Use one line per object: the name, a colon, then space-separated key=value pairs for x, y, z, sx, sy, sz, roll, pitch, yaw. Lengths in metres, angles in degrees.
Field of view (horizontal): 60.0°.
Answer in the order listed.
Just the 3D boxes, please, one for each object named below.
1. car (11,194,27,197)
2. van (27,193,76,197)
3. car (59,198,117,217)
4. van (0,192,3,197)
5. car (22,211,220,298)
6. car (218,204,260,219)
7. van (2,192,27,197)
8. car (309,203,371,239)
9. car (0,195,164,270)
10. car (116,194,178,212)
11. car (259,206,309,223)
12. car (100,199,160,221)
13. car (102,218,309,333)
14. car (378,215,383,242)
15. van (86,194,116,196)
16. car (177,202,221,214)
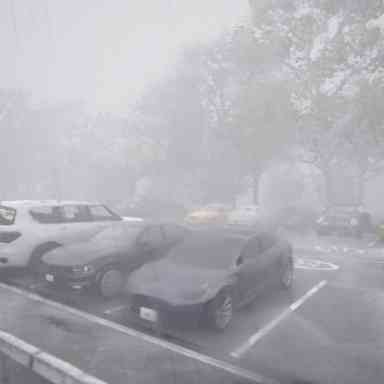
car: x=-16.246 y=1.318 z=35.905 sx=2.097 sy=1.535 sz=5.008 roll=0 pitch=0 yaw=36
van: x=-14.058 y=1.099 z=34.176 sx=1.878 sy=1.987 sz=4.442 roll=0 pitch=0 yaw=36
car: x=-9.616 y=1.380 z=31.119 sx=2.163 sy=1.488 sz=4.792 roll=1 pitch=0 yaw=36
van: x=-20.800 y=1.085 z=39.062 sx=1.878 sy=1.987 sz=4.442 roll=0 pitch=0 yaw=36
car: x=-1.532 y=1.545 z=9.054 sx=2.097 sy=1.535 sz=5.008 roll=1 pitch=0 yaw=36
car: x=3.913 y=1.550 z=21.254 sx=2.002 sy=1.452 sz=4.674 roll=1 pitch=0 yaw=36
van: x=-18.421 y=1.089 z=37.622 sx=1.878 sy=1.987 sz=4.442 roll=0 pitch=0 yaw=36
car: x=8.316 y=1.439 z=18.099 sx=2.185 sy=1.767 sz=4.553 roll=1 pitch=0 yaw=36
car: x=-3.763 y=1.266 z=10.702 sx=2.435 sy=2.045 sz=5.566 roll=1 pitch=0 yaw=36
car: x=-2.789 y=1.175 z=26.161 sx=2.435 sy=2.045 sz=5.566 roll=1 pitch=0 yaw=36
car: x=6.139 y=1.568 z=19.605 sx=2.163 sy=1.488 sz=4.792 roll=1 pitch=0 yaw=36
car: x=-5.066 y=1.428 z=27.744 sx=2.163 sy=1.488 sz=4.792 roll=1 pitch=0 yaw=36
car: x=0.693 y=1.603 z=7.395 sx=2.163 sy=1.488 sz=4.792 roll=1 pitch=0 yaw=36
car: x=10.536 y=1.592 z=16.442 sx=2.097 sy=1.535 sz=5.008 roll=1 pitch=0 yaw=36
van: x=-7.320 y=1.146 z=29.560 sx=1.878 sy=1.987 sz=4.442 roll=1 pitch=0 yaw=36
car: x=1.565 y=1.479 z=22.734 sx=1.946 sy=1.575 sz=5.366 roll=1 pitch=0 yaw=36
